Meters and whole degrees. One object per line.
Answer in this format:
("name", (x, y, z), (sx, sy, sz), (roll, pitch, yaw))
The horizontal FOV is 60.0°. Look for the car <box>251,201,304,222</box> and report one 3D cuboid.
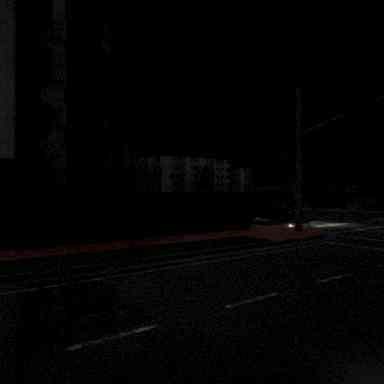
("car", (6.413, 1.478, 26.374), (1.882, 1.535, 5.008), (0, 0, -38))
